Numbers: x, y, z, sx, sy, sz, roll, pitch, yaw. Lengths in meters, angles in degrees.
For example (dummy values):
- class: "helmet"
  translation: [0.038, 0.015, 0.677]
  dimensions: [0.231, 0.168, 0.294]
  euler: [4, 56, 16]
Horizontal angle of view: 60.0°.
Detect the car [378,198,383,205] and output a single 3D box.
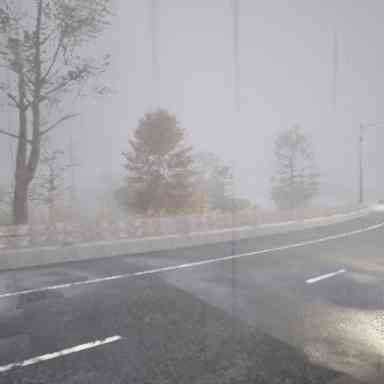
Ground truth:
- class: "car"
  translation: [35.871, 1.683, 61.221]
  dimensions: [1.895, 1.301, 4.718]
  euler: [0, 0, 14]
